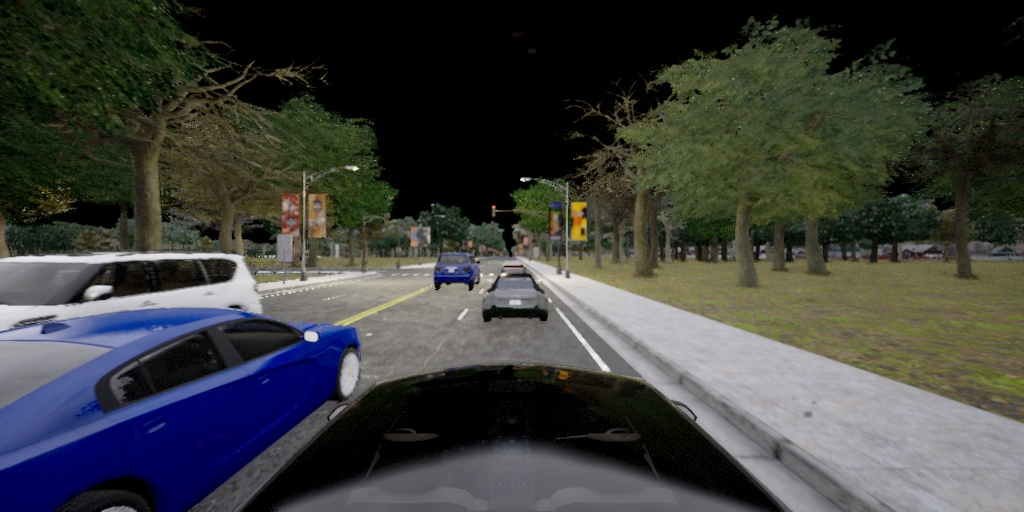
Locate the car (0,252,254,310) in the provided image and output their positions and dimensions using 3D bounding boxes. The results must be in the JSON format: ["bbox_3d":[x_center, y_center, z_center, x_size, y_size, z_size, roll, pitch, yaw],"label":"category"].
[{"bbox_3d":[-6.593,0.945,5.591,2.150,2.045,5.566,0,0,0],"label":"car"}]

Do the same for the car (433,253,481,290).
[{"bbox_3d":[-3.139,0.836,21.218,2.150,2.045,5.566,0,0,0],"label":"car"}]

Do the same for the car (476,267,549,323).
[{"bbox_3d":[0.104,1.242,11.896,1.994,1.385,4.181,0,0,0],"label":"car"}]

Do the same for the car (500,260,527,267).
[{"bbox_3d":[0.115,1.059,27.882,2.128,1.511,4.902,0,0,0],"label":"car"}]

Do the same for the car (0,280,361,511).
[{"bbox_3d":[-3.147,1.217,3.302,1.882,1.535,5.008,0,1,0],"label":"car"}]
